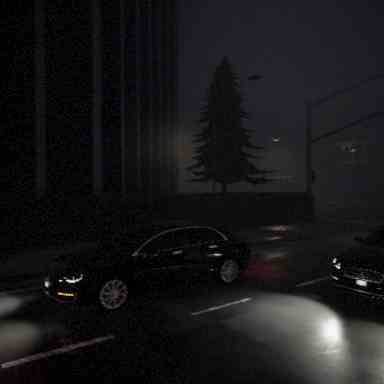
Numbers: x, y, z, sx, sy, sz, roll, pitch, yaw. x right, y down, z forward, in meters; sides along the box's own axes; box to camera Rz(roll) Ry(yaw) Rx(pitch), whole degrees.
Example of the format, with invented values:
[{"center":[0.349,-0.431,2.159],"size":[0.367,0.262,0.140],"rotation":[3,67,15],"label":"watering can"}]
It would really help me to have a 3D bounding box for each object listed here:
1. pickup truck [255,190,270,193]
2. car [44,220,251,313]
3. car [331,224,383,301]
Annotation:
[{"center":[14.317,0.648,67.519],"size":[2.390,2.098,6.274],"rotation":[0,0,-6],"label":"pickup truck"},{"center":[-0.773,1.474,7.717],"size":[4.892,1.490,1.837],"rotation":[-1,0,-36],"label":"car"},{"center":[5.156,1.437,7.619],"size":[4.892,1.490,1.837],"rotation":[0,0,-35],"label":"car"}]
